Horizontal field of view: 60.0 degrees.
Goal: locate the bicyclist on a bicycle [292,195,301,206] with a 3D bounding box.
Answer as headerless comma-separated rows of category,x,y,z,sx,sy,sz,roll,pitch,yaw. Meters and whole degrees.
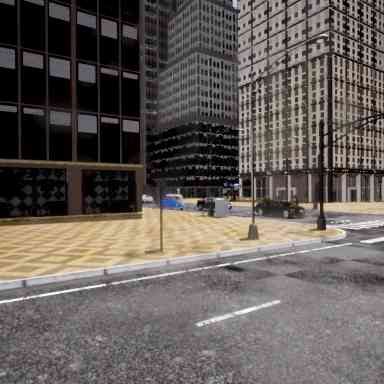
bicyclist on a bicycle,11.998,1.119,38.415,1.656,1.620,0.582,-1,1,-34

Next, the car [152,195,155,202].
car,-3.226,1.349,45.388,1.812,1.442,4.674,-1,1,-34

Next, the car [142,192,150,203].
car,-8.554,1.254,58.998,1.812,1.442,4.674,-1,1,-34

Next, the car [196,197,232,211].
car,2.417,1.362,37.004,2.128,1.511,4.902,-1,1,-34

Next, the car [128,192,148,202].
car,-10.927,0.982,67.155,2.192,1.841,5.009,0,0,-34

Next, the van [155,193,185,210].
van,-2.389,1.211,39.506,1.690,1.788,3.998,0,0,-34

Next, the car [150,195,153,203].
car,-4.732,1.036,57.969,2.192,1.841,5.009,0,0,-34

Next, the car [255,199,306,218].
car,7.684,1.420,29.191,1.837,1.490,4.892,-1,1,-34

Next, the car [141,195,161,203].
car,-7.829,1.239,62.563,1.887,1.381,4.507,0,0,-34
